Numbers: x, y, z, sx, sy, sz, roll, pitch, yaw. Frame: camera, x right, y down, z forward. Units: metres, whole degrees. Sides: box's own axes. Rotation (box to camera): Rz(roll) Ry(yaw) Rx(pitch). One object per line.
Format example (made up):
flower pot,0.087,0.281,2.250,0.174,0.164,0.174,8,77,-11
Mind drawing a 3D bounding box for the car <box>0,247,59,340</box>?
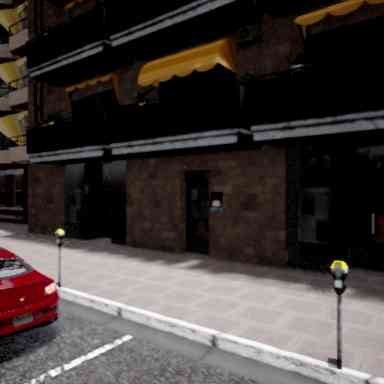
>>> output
car,-3.962,1.568,5.702,4.206,1.307,1.802,0,0,35
